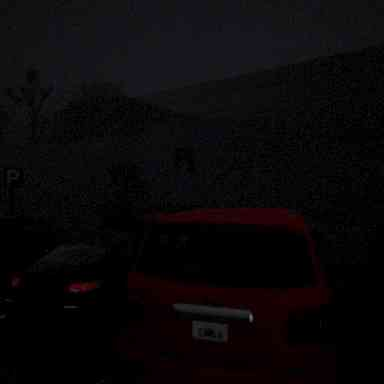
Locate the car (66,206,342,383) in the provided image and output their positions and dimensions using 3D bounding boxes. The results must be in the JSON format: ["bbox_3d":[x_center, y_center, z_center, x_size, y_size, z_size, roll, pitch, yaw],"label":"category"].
[{"bbox_3d":[0.856,1.236,5.223,2.435,2.045,5.566,0,-1,15],"label":"car"}]

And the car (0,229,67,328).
[{"bbox_3d":[-1.583,1.520,6.921,2.002,1.452,4.674,0,-1,15],"label":"car"}]

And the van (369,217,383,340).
[{"bbox_3d":[3.256,1.263,3.346,1.878,1.987,4.442,1,-1,15],"label":"van"}]

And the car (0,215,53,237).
[{"bbox_3d":[-6.447,1.486,10.361,2.163,1.488,4.792,1,0,16],"label":"car"}]
